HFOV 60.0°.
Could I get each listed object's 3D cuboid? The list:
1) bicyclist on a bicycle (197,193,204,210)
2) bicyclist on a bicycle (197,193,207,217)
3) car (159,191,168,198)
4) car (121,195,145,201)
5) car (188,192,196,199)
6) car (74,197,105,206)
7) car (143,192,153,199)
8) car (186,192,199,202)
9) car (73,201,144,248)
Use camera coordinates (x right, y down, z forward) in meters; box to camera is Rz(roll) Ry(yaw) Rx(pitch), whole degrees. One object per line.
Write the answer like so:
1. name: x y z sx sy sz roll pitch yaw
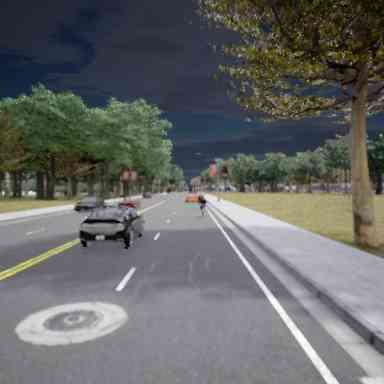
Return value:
1. bicyclist on a bicycle: 0.888 0.984 35.227 0.659 1.776 1.843 0 1 0
2. bicyclist on a bicycle: 0.889 1.081 26.027 0.659 1.776 1.843 0 1 0
3. car: -6.512 0.524 76.460 1.812 1.442 4.674 0 1 0
4. car: -6.593 1.215 35.240 1.895 1.301 4.718 0 1 0
5. car: -0.011 0.712 74.487 1.837 1.490 4.892 0 1 0
6. car: -9.850 1.189 32.568 2.033 1.411 5.357 0 1 0
7. car: -9.761 0.759 73.798 1.895 1.301 4.718 0 1 0
8. car: 0.048 0.759 54.939 2.097 1.767 4.553 0 0 0
9. car: -3.152 1.335 13.845 2.128 1.511 4.902 0 1 0
